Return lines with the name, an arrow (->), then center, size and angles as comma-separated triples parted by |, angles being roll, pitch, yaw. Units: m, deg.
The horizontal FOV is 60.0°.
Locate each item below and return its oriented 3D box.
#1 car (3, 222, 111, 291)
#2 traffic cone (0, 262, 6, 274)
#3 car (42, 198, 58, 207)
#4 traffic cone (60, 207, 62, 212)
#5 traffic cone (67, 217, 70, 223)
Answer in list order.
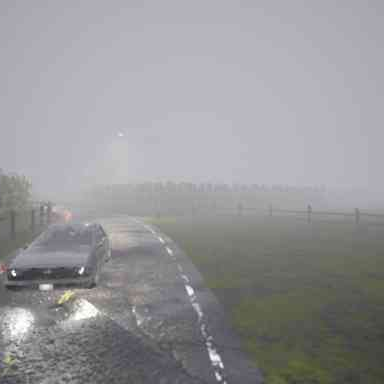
car -> -3.424, 1.614, 9.563 | 2.033, 1.411, 5.357 | 0, 0, -9
traffic cone -> -5.568, 2.024, 9.518 | 0.340, 0.580, 0.340 | 0, 0, -9
car -> -25.348, 1.876, 59.003 | 1.837, 1.490, 4.892 | 0, 0, -38
traffic cone -> -16.385, 2.226, 41.740 | 0.340, 0.580, 0.340 | 0, 0, -28
traffic cone -> -8.851, 2.113, 23.769 | 0.340, 0.580, 0.340 | 0, 0, -17
